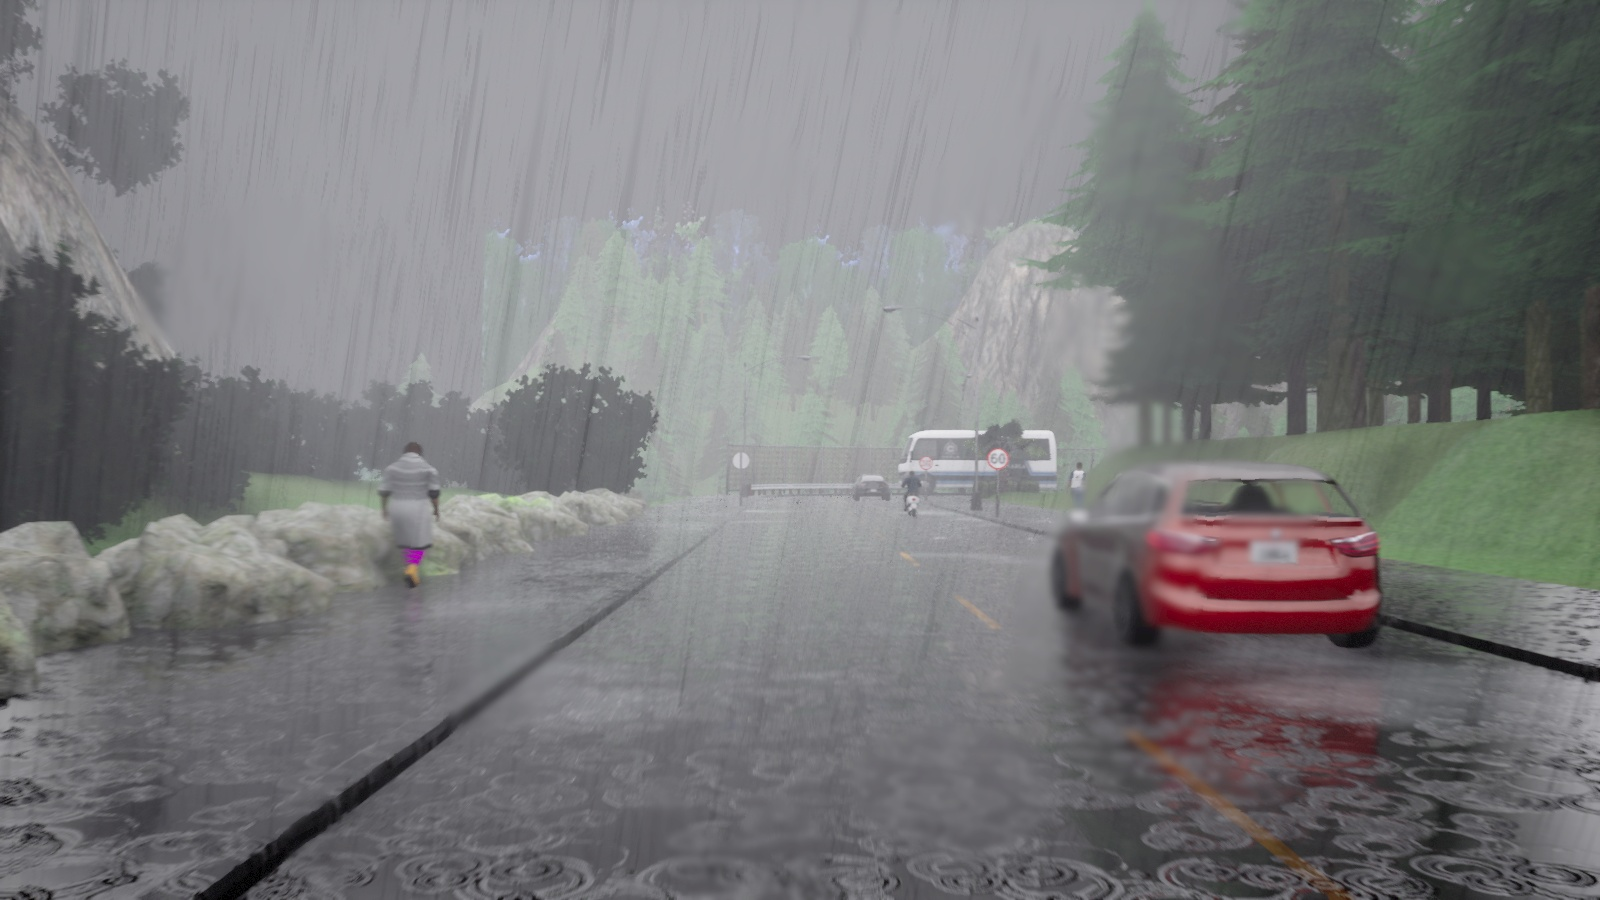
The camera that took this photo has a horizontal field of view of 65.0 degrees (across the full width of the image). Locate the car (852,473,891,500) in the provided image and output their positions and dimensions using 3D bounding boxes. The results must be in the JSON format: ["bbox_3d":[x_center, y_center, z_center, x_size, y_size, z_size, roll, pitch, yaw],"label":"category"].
[{"bbox_3d":[3.843,1.960,68.239,1.812,1.442,4.674,0,-1,0],"label":"car"}]

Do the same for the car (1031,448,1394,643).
[{"bbox_3d":[3.970,0.860,13.098,2.242,1.667,4.611,0,-1,0],"label":"car"}]

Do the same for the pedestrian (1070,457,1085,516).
[{"bbox_3d":[8.780,1.150,39.739,0.354,1.836,0.706,-1,-1,21],"label":"pedestrian"}]

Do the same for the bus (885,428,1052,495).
[{"bbox_3d":[10.880,0.758,81.970,10.273,4.253,3.944,0,-1,-2],"label":"bus"}]

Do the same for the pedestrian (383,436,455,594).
[{"bbox_3d":[-4.845,0.810,16.015,0.659,1.952,0.873,0,-1,-1],"label":"pedestrian"}]

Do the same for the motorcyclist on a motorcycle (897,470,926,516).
[{"bbox_3d":[3.898,1.484,44.021,0.866,1.590,1.817,0,-1,0],"label":"motorcyclist on a motorcycle"}]
